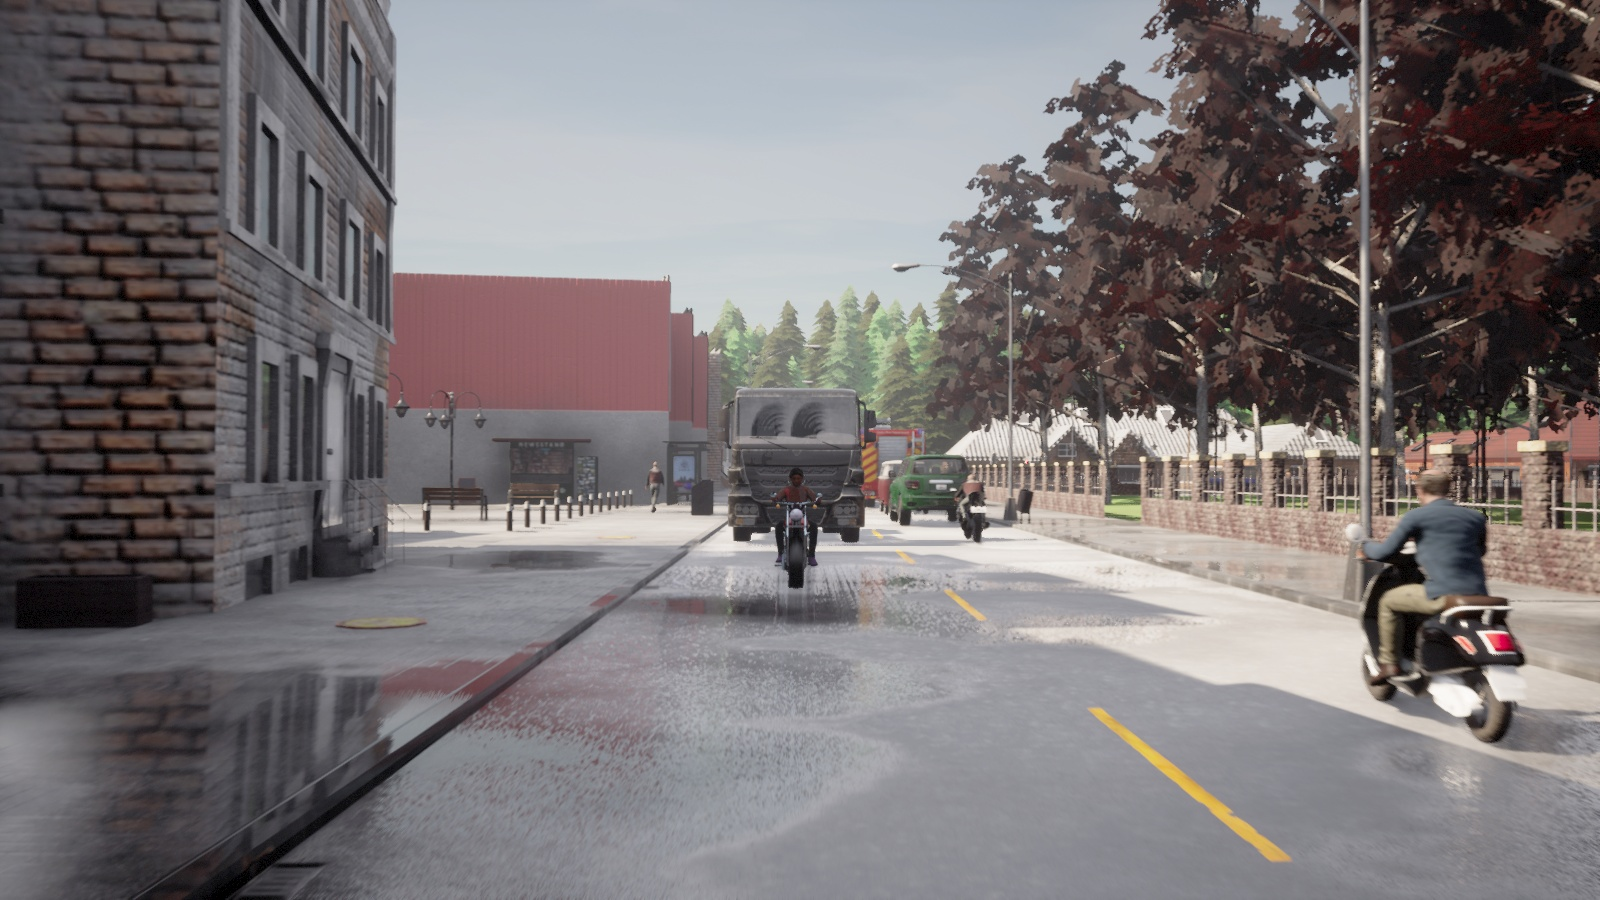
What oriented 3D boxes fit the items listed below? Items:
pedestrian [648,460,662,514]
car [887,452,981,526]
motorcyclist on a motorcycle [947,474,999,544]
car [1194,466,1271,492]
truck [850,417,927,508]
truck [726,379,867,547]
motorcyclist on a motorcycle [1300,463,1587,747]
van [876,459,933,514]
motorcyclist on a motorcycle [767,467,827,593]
[{"bbox_3d":[-5.031,1.274,43.581,0.376,1.854,0.720,0,-1,3],"label":"pedestrian"},{"bbox_3d":[3.924,1.149,37.766,2.150,2.045,5.566,0,-1,-1],"label":"car"},{"bbox_3d":[3.932,1.314,28.692,0.866,1.530,2.191,0,-1,0],"label":"motorcyclist on a motorcycle"},{"bbox_3d":[29.915,2.009,86.951,4.553,1.767,2.097,0,-1,-2],"label":"car"},{"bbox_3d":[3.898,0.590,57.113,2.891,3.827,8.468,0,-1,0],"label":"truck"},{"bbox_3d":[-0.074,0.334,29.909,2.891,3.462,7.936,0,-1,0],"label":"truck"},{"bbox_3d":[3.980,0.886,7.970,0.866,1.590,1.817,0,-1,0],"label":"motorcyclist on a motorcycle"},{"bbox_3d":[3.910,1.346,47.468,1.775,1.987,4.442,0,-1,0],"label":"van"},{"bbox_3d":[-0.043,1.059,17.554,0.766,1.649,2.350,0,-1,0],"label":"motorcyclist on a motorcycle"}]
